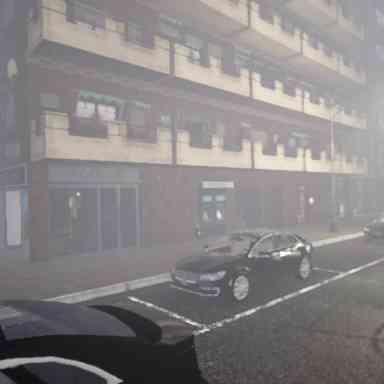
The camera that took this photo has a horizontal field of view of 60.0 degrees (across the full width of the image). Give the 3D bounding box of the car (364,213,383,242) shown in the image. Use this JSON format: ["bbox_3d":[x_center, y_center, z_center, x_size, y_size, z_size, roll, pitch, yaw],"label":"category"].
[{"bbox_3d":[9.725,1.610,15.916,4.403,1.369,2.008,0,-2,-42],"label":"car"}]

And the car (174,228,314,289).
[{"bbox_3d":[1.450,1.637,8.363,4.403,1.369,2.008,0,-2,-42],"label":"car"}]

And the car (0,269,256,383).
[{"bbox_3d":[-2.032,1.547,1.658,4.902,1.511,2.128,0,-1,-42],"label":"car"}]

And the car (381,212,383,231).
[{"bbox_3d":[8.271,1.372,10.938,4.553,1.767,2.097,0,-1,-42],"label":"car"}]
